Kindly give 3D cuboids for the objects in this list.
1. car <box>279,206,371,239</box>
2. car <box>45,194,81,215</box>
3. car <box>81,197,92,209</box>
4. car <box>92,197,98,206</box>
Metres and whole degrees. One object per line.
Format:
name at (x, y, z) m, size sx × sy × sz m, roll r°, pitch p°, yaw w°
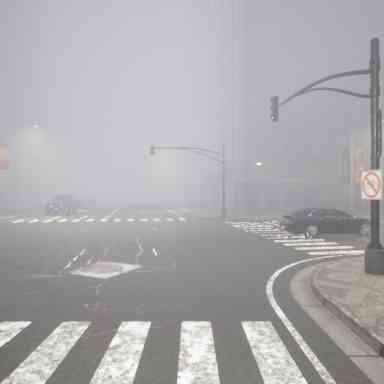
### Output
car at (6.896, 1.502, 16.901) m, size 4.892 × 1.490 × 1.837 m, roll 0°, pitch 0°, yaw -9°
car at (-13.313, 1.236, 34.167) m, size 2.150 × 2.045 × 5.566 m, roll 0°, pitch 0°, yaw -10°
car at (-14.922, 1.587, 44.026) m, size 1.994 × 1.385 × 4.181 m, roll 0°, pitch 0°, yaw -10°
car at (-16.529, 1.511, 54.058) m, size 1.882 × 1.535 × 5.008 m, roll 0°, pitch 0°, yaw -9°
